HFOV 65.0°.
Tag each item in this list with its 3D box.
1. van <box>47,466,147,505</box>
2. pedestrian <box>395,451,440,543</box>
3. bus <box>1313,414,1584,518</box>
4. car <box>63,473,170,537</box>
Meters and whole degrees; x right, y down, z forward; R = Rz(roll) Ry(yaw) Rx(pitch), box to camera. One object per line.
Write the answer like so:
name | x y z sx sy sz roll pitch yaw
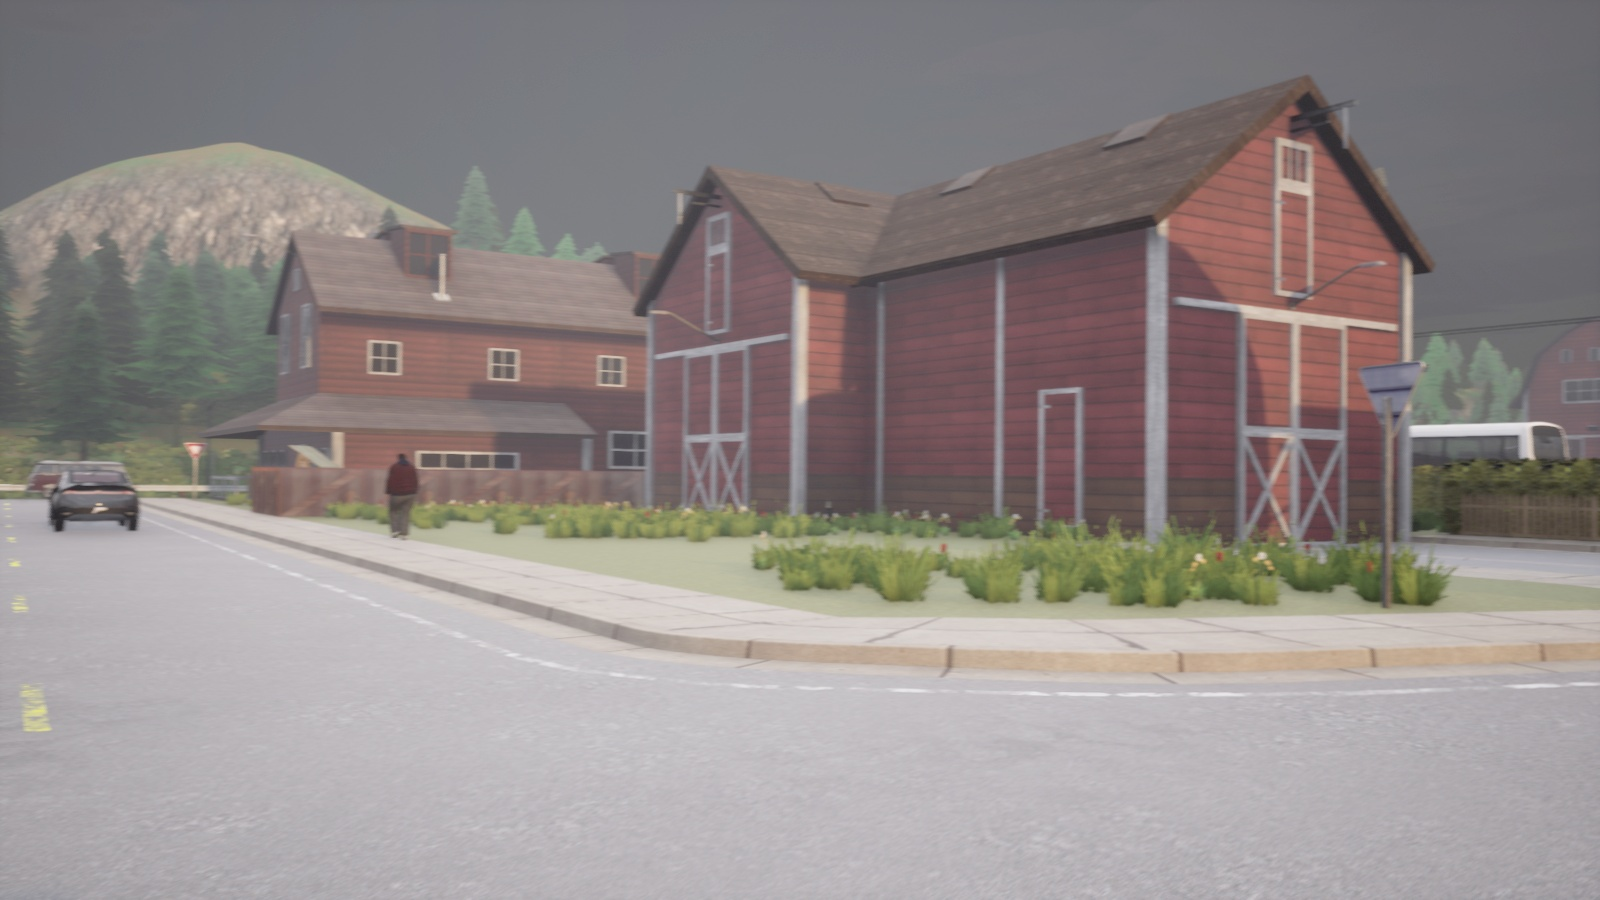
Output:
van | -36.331 1.834 64.944 4.442 1.987 1.775 1 -2 -32
pedestrian | -7.803 0.945 25.603 0.634 1.844 0.899 1 -1 -32
bus | 28.966 0.764 56.761 3.944 4.253 10.273 1 -1 -32
car | -17.513 1.341 32.056 2.128 1.511 4.902 1 -1 -32
